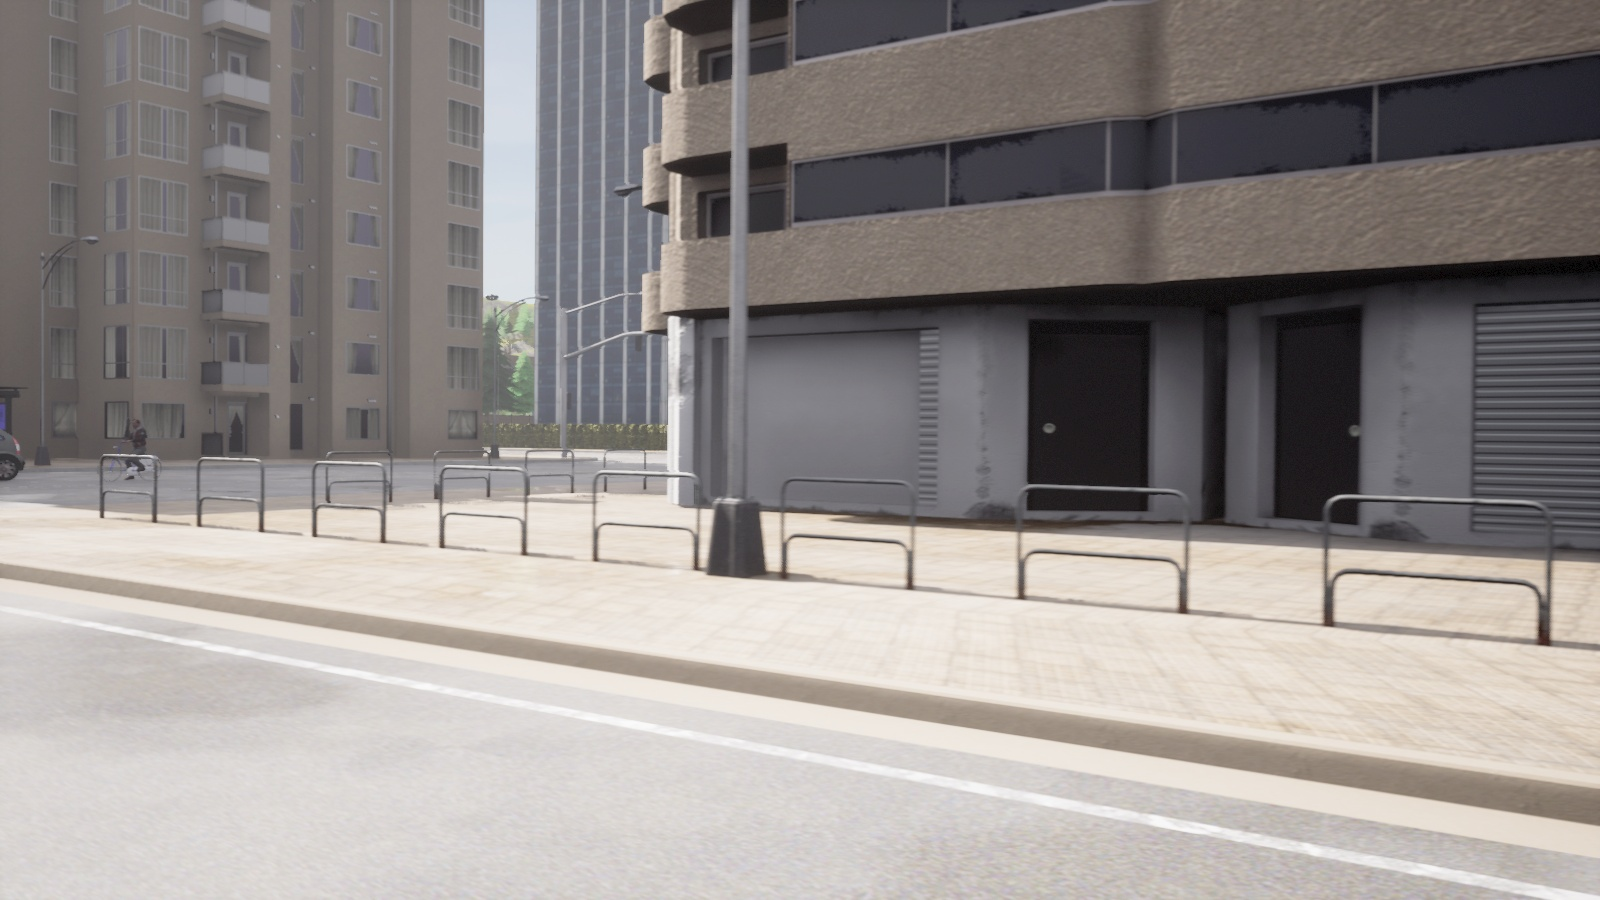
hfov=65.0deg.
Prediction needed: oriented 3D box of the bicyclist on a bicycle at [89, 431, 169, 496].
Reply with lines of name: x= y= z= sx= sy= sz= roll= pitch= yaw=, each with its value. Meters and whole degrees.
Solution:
bicyclist on a bicycle: x=-18.632 y=0.353 z=34.914 sx=0.659 sy=1.776 sz=1.843 roll=0 pitch=1 yaw=33

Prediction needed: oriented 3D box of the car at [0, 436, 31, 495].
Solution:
car: x=-23.404 y=0.436 z=33.999 sx=1.851 sy=1.617 sz=3.988 roll=0 pitch=1 yaw=34
